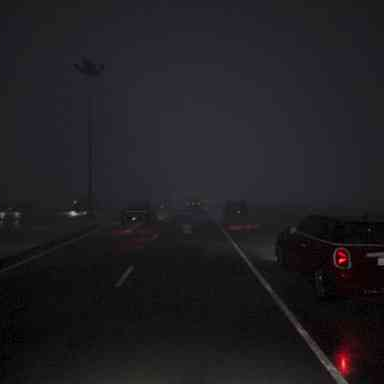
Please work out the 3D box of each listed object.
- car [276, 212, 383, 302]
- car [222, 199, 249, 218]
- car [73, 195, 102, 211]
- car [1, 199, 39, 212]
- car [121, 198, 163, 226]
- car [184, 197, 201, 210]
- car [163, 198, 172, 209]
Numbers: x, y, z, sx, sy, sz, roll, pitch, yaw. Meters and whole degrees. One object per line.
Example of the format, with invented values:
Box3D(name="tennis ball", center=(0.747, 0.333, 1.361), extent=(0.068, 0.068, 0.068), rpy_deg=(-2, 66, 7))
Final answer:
Box3D(name="car", center=(3.603, 1.299, 8.297), extent=(2.097, 1.767, 4.553), rpy_deg=(0, 0, 0))
Box3D(name="car", center=(3.608, 1.313, 28.062), extent=(2.128, 1.511, 4.902), rpy_deg=(0, 0, 0))
Box3D(name="car", center=(-11.490, 1.120, 36.883), extent=(2.097, 1.767, 4.553), rpy_deg=(0, 0, 0))
Box3D(name="car", center=(-18.498, 1.374, 35.988), extent=(1.895, 1.301, 4.718), rpy_deg=(0, 0, 0))
Box3D(name="car", center=(-3.394, 1.353, 21.907), extent=(2.128, 1.511, 4.902), rpy_deg=(0, 0, 0))
Box3D(name="car", center=(0.111, 1.305, 38.253), extent=(2.033, 1.411, 5.357), rpy_deg=(0, 0, 0))
Box3D(name="car", center=(-3.390, 1.349, 39.747), extent=(1.895, 1.301, 4.718), rpy_deg=(0, 0, 0))
